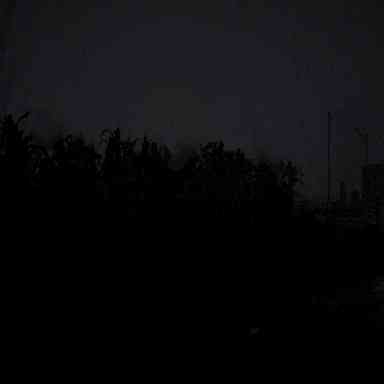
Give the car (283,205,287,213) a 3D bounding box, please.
[{"bbox_3d":[6.909,1.280,29.974,2.097,1.767,4.553,0,0,-36],"label":"car"}]
